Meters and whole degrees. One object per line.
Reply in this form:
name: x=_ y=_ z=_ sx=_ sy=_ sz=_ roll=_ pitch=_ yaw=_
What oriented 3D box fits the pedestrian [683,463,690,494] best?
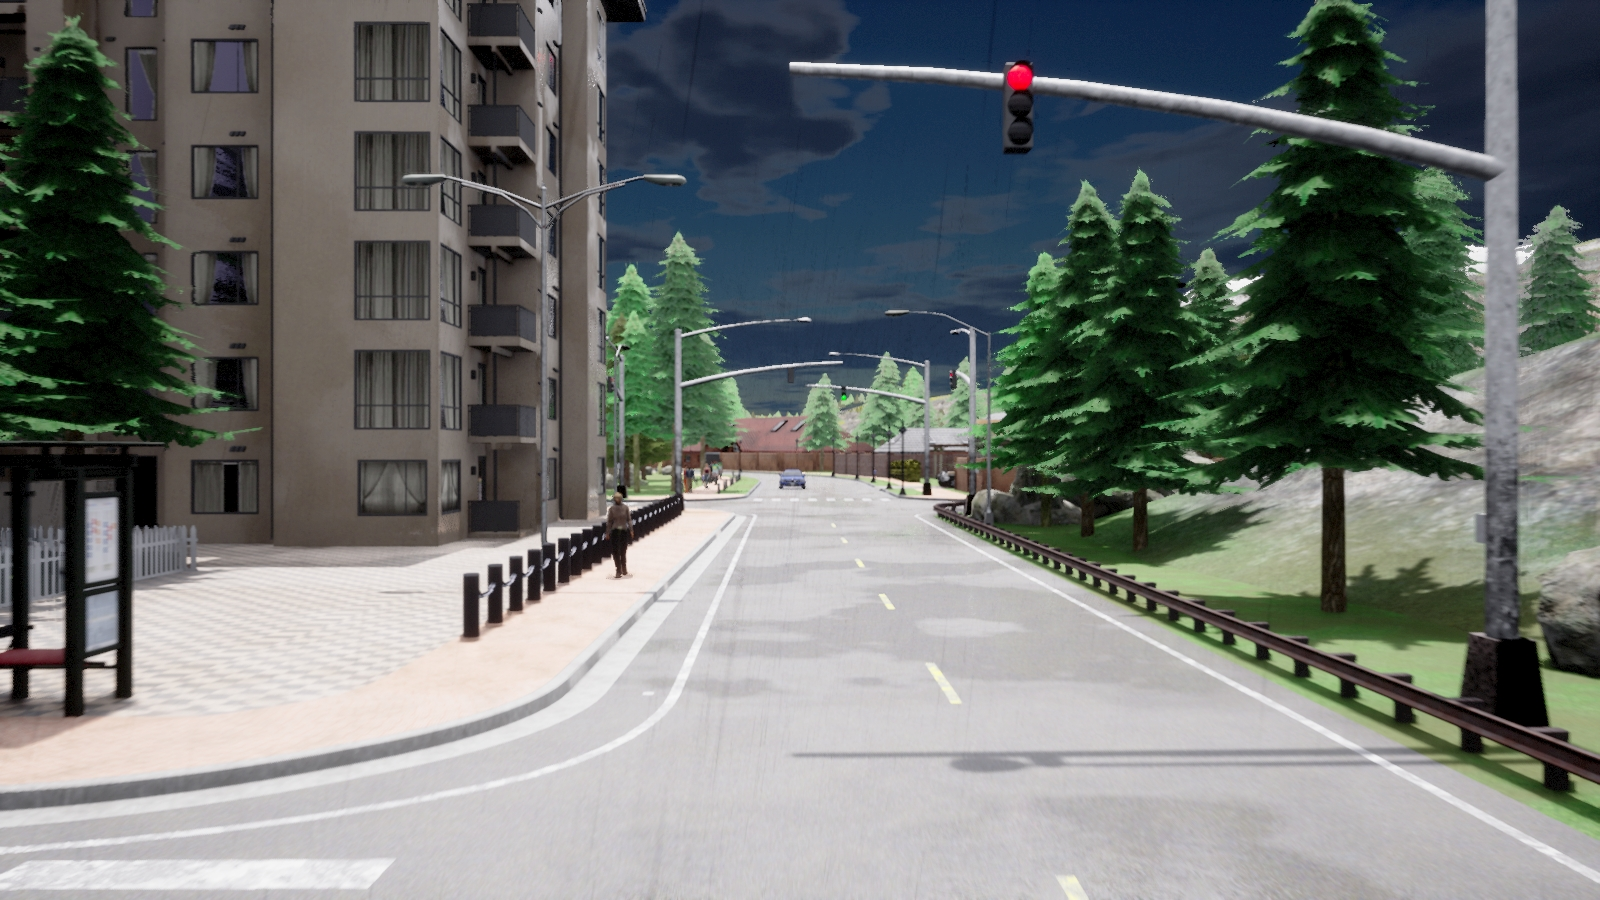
pedestrian: x=-6.981 y=1.744 z=70.353 sx=0.375 sy=1.860 sz=0.375 roll=0 pitch=0 yaw=8

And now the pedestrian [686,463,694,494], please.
pedestrian: x=-6.718 y=1.742 z=69.613 sx=0.375 sy=1.860 sz=0.375 roll=0 pitch=0 yaw=9

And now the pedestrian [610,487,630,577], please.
pedestrian: x=-3.779 y=1.722 z=24.002 sx=0.375 sy=1.860 sz=0.375 roll=0 pitch=0 yaw=-1
